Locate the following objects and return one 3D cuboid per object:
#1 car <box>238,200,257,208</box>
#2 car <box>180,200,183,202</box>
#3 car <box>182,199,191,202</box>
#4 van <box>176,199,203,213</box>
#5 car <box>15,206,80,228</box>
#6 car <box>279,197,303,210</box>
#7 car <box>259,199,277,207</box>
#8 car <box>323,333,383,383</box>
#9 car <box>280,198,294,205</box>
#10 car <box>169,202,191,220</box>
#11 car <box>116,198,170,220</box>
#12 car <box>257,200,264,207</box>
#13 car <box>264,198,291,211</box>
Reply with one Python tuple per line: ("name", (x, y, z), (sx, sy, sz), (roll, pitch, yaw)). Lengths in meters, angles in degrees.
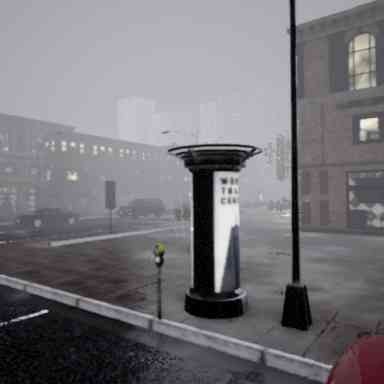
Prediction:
("car", (9.278, 2.171, 58.993), (2.008, 1.369, 4.403), (-1, -1, 35))
("car", (-3.563, 2.025, 40.793), (1.752, 1.417, 4.829), (-1, -1, 35))
("car", (0.755, 1.977, 42.392), (2.128, 1.511, 4.902), (-1, -1, 35))
("van", (-0.282, 1.870, 45.450), (1.690, 1.788, 3.998), (-1, -1, 35))
("car", (-11.058, 1.891, 25.710), (1.837, 1.490, 4.892), (-1, -1, 34))
("car", (16.123, 1.828, 54.167), (2.192, 1.841, 5.009), (-1, -1, 35))
("car", (15.650, 2.235, 68.024), (2.008, 1.369, 4.403), (-1, -1, 35))
("car", (2.861, 1.290, 0.826), (5.009, 1.841, 2.192), (-1, -1, 36))
("car", (22.019, 2.189, 77.055), (1.967, 1.590, 4.097), (-1, -1, 35))
("car", (0.241, 1.909, 31.558), (1.887, 1.381, 4.507), (-1, -1, 35))
("car", (-5.167, 1.655, 34.026), (2.150, 2.045, 5.566), (-1, -1, 35))
("car", (12.464, 2.203, 63.508), (2.008, 1.369, 4.403), (-1, -1, 35))
("car", (12.939, 1.922, 49.650), (1.967, 1.590, 4.097), (-1, -1, 35))
